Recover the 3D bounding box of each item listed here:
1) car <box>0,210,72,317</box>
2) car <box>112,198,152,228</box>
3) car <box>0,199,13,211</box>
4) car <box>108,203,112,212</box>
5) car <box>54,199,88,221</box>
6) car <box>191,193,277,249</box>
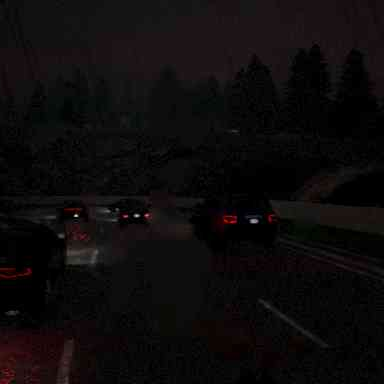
[{"bbox_3d":[-3.952,1.418,7.298,1.882,1.535,5.008,-1,1,-15],"label":"car"},{"bbox_3d":[-3.700,1.350,20.832,2.033,1.411,5.357,0,1,-15],"label":"car"},{"bbox_3d":[-19.925,1.242,31.860,5.008,1.535,1.882,0,0,-9],"label":"car"},{"bbox_3d":[-6.155,1.267,31.676,4.181,1.385,1.994,0,1,43],"label":"car"},{"bbox_3d":[-8.818,1.296,24.239,1.837,1.490,4.892,1,0,-27],"label":"car"},{"bbox_3d":[1.519,1.069,14.025,2.150,2.045,5.566,0,1,-13],"label":"car"}]
